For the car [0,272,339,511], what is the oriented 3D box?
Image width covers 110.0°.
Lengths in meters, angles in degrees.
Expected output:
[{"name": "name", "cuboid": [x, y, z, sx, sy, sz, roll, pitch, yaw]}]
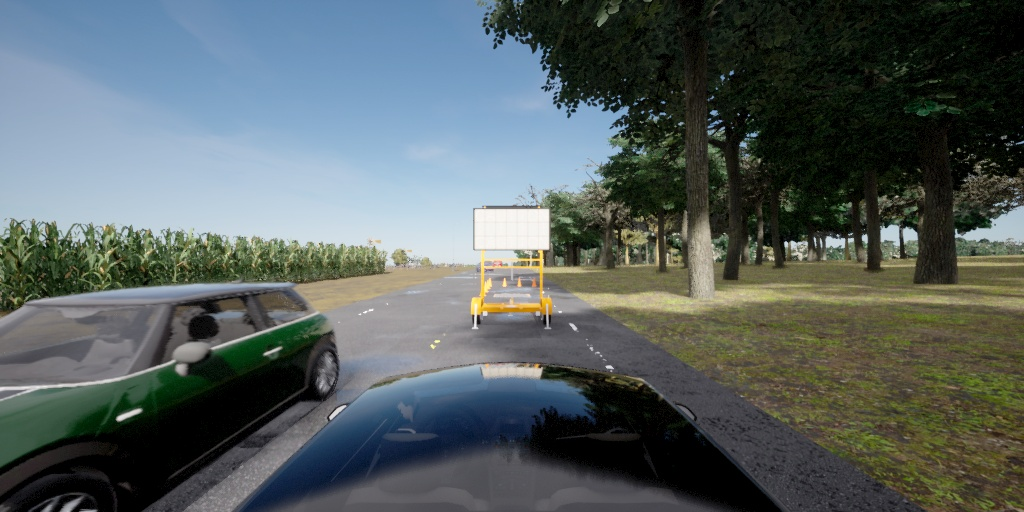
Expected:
[{"name": "car", "cuboid": [-3.601, 1.104, 3.378, 2.097, 1.767, 4.553, 0, 0, 0]}]

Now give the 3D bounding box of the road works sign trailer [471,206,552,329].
[{"name": "road works sign trailer", "cuboid": [-0.002, 0.230, 11.294, 2.380, 3.560, 2.880, 0, 0, 1]}]

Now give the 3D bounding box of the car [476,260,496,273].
[{"name": "car", "cuboid": [-3.615, 1.301, 47.736, 2.097, 1.767, 4.553, 0, 0, 0]}]
